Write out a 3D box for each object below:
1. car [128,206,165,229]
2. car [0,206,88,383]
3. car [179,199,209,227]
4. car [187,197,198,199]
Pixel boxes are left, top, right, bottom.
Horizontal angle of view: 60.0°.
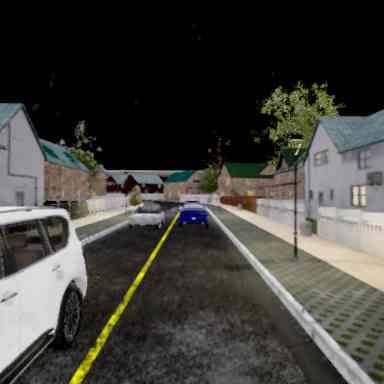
[{"bbox_3d":[-2.845,1.589,21.467,1.895,1.301,4.718,0,0,0],"label":"car"},{"bbox_3d":[-2.809,1.223,3.344,2.150,2.045,5.566,0,0,0],"label":"car"},{"bbox_3d":[0.106,1.464,22.771,1.882,1.535,5.008,0,0,0],"label":"car"},{"bbox_3d":[0.049,1.442,43.131,1.882,1.535,5.008,0,0,-1],"label":"car"}]
